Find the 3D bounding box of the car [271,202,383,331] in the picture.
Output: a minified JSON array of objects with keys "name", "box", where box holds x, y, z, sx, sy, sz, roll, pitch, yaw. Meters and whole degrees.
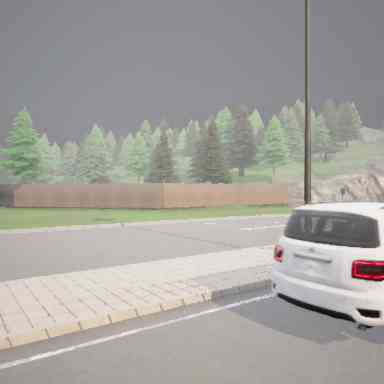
[{"name":"car","box":[3.985,1.221,6.588,5.566,2.045,2.150,0,0,-35]}]
